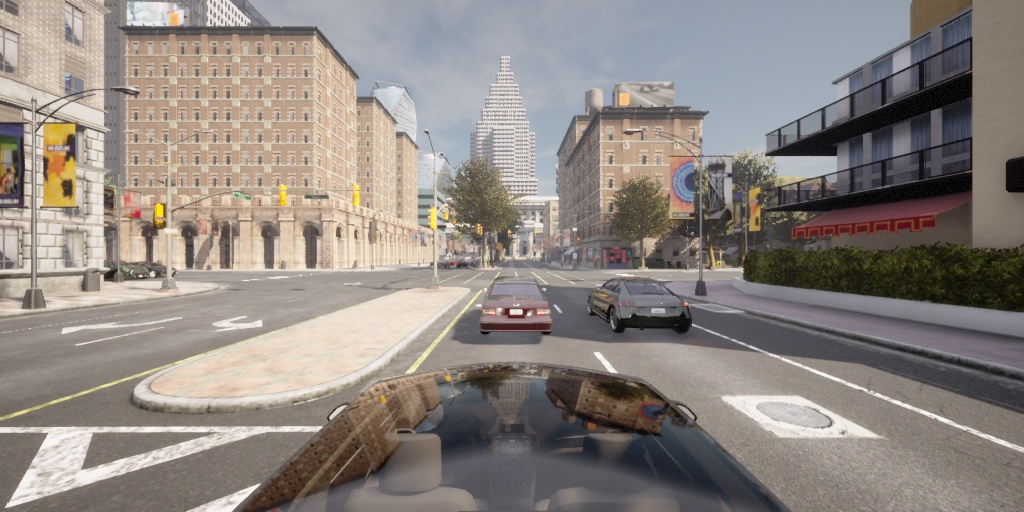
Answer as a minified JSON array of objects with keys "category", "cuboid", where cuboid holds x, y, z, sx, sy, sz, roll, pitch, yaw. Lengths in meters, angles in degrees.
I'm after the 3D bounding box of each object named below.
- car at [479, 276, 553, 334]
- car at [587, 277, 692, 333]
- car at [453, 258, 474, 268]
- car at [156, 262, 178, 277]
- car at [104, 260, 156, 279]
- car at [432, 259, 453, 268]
[{"category":"car","cuboid":[0.091,1.297,10.541,2.033,1.411,5.357,0,0,0]},{"category":"car","cuboid":[3.588,1.314,10.801,1.994,1.385,4.181,0,0,0]},{"category":"car","cuboid":[-8.133,1.351,60.398,1.895,1.301,4.718,0,0,0]},{"category":"car","cuboid":[-34.195,1.255,33.522,4.892,1.490,1.837,0,0,0]},{"category":"car","cuboid":[-33.352,1.102,30.026,4.553,1.767,2.097,0,0,0]},{"category":"car","cuboid":[-11.634,1.276,60.276,1.812,1.442,4.674,0,0,0]}]
